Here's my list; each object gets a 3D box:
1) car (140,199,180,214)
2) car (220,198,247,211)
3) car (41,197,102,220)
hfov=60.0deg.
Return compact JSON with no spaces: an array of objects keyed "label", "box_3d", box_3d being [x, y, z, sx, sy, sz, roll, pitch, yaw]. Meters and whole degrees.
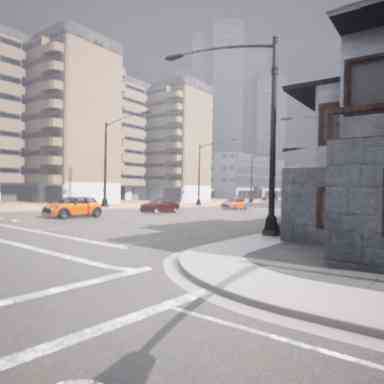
[{"label":"car","box_3d":[-3.271,1.442,34.616,1.882,1.535,5.008,2,0,36]},{"label":"car","box_3d":[5.919,1.674,47.188,2.097,1.767,4.553,2,0,36]},{"label":"car","box_3d":[-9.399,1.144,26.201,2.097,1.767,4.553,2,0,36]}]
